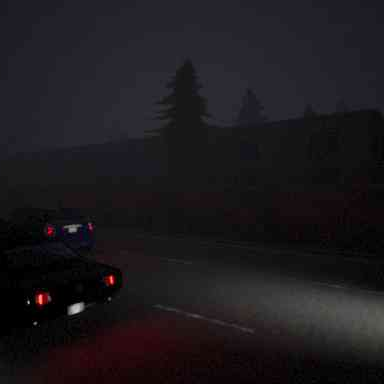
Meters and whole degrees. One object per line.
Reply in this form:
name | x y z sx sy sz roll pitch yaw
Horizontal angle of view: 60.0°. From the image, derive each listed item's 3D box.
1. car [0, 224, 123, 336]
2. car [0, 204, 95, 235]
car | -3.655 1.562 6.604 4.718 1.301 1.895 0 0 36
car | -5.731 1.283 12.390 4.553 1.767 2.097 0 0 35
